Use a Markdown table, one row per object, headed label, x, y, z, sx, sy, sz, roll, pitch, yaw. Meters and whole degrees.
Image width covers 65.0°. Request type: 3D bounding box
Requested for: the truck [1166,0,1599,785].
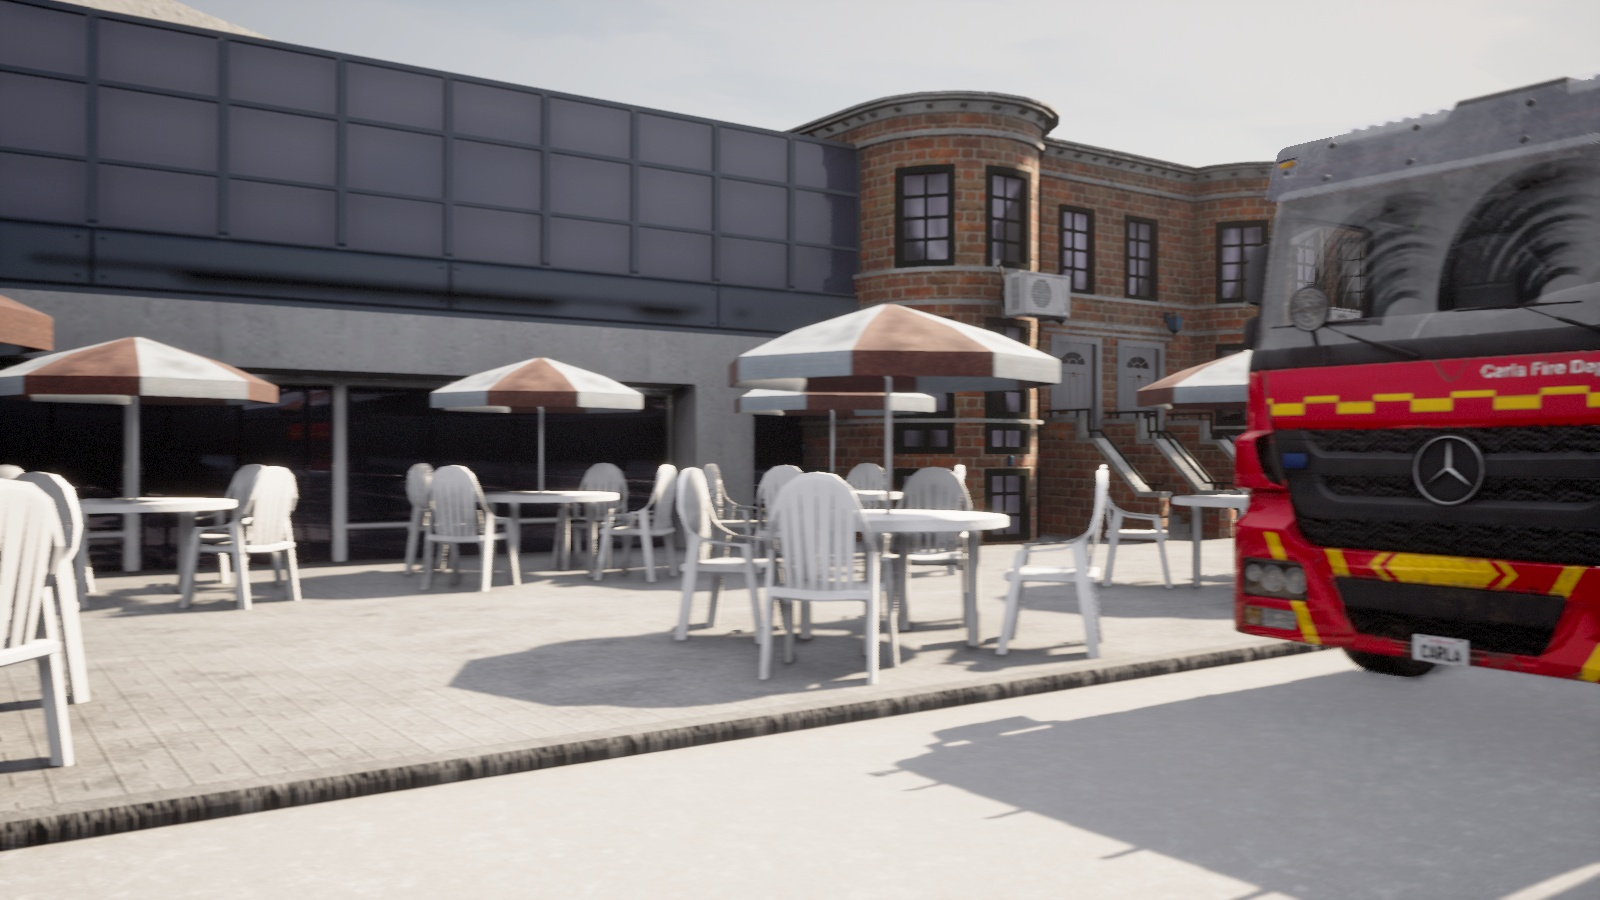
| label | x | y | z | sx | sy | sz | roll | pitch | yaw |
| --- | --- | --- | --- | --- | --- | --- | --- | --- | --- |
| truck | 6.514 | -0.412 | 8.809 | 8.468 | 3.827 | 2.891 | 0 | 0 | -35 |
